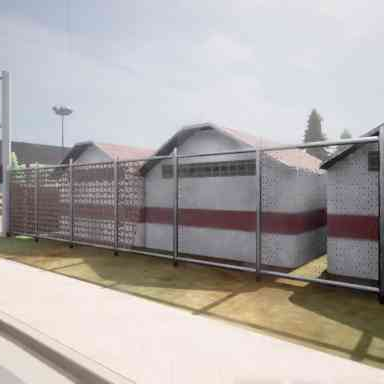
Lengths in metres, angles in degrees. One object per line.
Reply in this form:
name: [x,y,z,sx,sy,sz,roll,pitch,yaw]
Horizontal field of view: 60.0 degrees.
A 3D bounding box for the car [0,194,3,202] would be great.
car: [-22.540,1.222,40.007,2.150,2.045,5.566,0,0,37]
